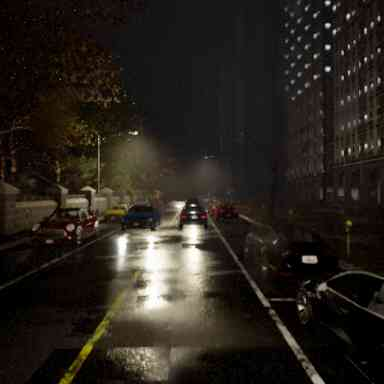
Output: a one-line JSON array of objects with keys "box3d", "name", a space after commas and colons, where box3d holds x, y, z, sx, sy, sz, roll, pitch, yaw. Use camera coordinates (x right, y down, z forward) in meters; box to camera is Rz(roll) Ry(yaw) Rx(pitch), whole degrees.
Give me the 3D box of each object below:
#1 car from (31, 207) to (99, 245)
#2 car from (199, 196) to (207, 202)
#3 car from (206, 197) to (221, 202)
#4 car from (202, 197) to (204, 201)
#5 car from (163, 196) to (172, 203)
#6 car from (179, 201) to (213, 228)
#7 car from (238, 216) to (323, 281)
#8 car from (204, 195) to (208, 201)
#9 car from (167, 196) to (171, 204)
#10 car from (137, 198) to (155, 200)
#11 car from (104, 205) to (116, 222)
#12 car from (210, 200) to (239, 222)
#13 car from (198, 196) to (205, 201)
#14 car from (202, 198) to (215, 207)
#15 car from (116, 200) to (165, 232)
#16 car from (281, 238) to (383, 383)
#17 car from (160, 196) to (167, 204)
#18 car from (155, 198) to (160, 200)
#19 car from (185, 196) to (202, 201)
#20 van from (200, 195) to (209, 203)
[{"box3d": [-5.694, 1.460, 15.310, 1.967, 1.590, 4.097, 0, 0, 0], "name": "car"}, {"box3d": [2.664, 1.756, 82.899, 1.802, 1.307, 4.206, 0, 0, 0], "name": "car"}, {"box3d": [2.681, 1.490, 32.210, 1.967, 1.590, 4.097, 0, 0, 0], "name": "car"}, {"box3d": [2.676, 1.623, 43.473, 2.008, 1.369, 4.403, 0, 0, 0], "name": "car"}, {"box3d": [-5.715, 1.681, 77.095, 1.752, 1.417, 4.829, 0, 0, 0], "name": "car"}, {"box3d": [0.093, 1.580, 22.591, 2.033, 1.411, 5.357, 0, 0, 0], "name": "car"}, {"box3d": [2.687, 1.579, 9.680, 1.947, 1.339, 4.313, 0, 0, 0], "name": "car"}, {"box3d": [2.679, 1.501, 37.841, 1.967, 1.590, 4.097, 0, 0, 0], "name": "car"}, {"box3d": [-5.711, 1.669, 66.000, 1.887, 1.381, 4.507, 0, 0, 0], "name": "car"}, {"box3d": [-5.701, 1.501, 37.838, 1.967, 1.590, 4.097, 0, 0, 0], "name": "car"}, {"box3d": [-5.698, 1.564, 26.405, 1.752, 1.417, 4.829, 0, 0, 0], "name": "car"}, {"box3d": [2.683, 1.584, 26.578, 1.887, 1.381, 4.507, 0, 0, 0], "name": "car"}, {"box3d": [2.661, 1.791, 94.164, 1.802, 1.307, 4.206, 0, 0, 0], "name": "car"}, {"box3d": [2.673, 1.679, 54.738, 1.802, 1.307, 4.206, 0, 0, 0], "name": "car"}, {"box3d": [-3.026, 1.506, 20.558, 1.882, 1.535, 5.008, 0, 0, 0], "name": "car"}, {"box3d": [2.689, 1.571, 4.047, 1.947, 1.339, 4.313, 0, 0, 0], "name": "car"}, {"box3d": [-5.707, 1.641, 54.735, 1.887, 1.381, 4.507, 0, 0, 0], "name": "car"}, {"box3d": [-5.704, 1.617, 43.471, 1.887, 1.381, 4.507, 0, 0, 0], "name": "car"}, {"box3d": [0.083, 1.554, 45.237, 1.882, 1.535, 5.008, 0, 0, 0], "name": "car"}, {"box3d": [2.668, 1.481, 71.636, 1.690, 1.788, 3.998, 0, 0, 0], "name": "van"}]
